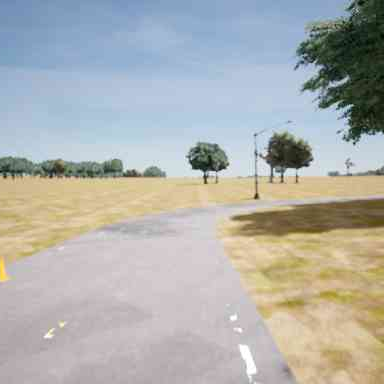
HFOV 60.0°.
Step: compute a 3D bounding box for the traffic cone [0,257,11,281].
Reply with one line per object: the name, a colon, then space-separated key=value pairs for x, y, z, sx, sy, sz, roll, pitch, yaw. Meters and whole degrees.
traffic cone: x=-4.947 y=1.977 z=8.639 sx=0.340 sy=0.580 sz=0.340 roll=0 pitch=0 yaw=0
